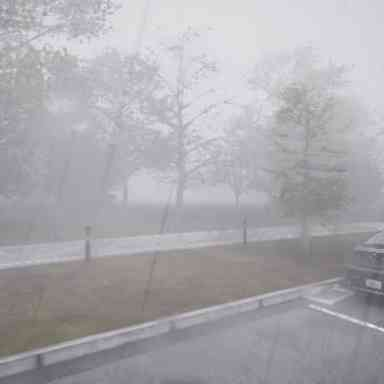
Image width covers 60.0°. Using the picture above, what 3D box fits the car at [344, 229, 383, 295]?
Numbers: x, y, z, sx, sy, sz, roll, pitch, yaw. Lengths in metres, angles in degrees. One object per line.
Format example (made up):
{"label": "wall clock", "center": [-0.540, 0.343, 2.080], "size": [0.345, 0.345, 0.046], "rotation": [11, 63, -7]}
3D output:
{"label": "car", "center": [5.555, 1.492, 7.639], "size": [4.892, 1.521, 2.231], "rotation": [0, -3, -31]}
